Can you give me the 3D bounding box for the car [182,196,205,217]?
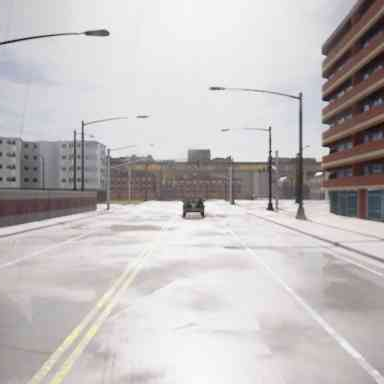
[{"bbox_3d":[0.157,1.427,33.705,2.150,2.045,5.566,0,0,0],"label":"car"}]
